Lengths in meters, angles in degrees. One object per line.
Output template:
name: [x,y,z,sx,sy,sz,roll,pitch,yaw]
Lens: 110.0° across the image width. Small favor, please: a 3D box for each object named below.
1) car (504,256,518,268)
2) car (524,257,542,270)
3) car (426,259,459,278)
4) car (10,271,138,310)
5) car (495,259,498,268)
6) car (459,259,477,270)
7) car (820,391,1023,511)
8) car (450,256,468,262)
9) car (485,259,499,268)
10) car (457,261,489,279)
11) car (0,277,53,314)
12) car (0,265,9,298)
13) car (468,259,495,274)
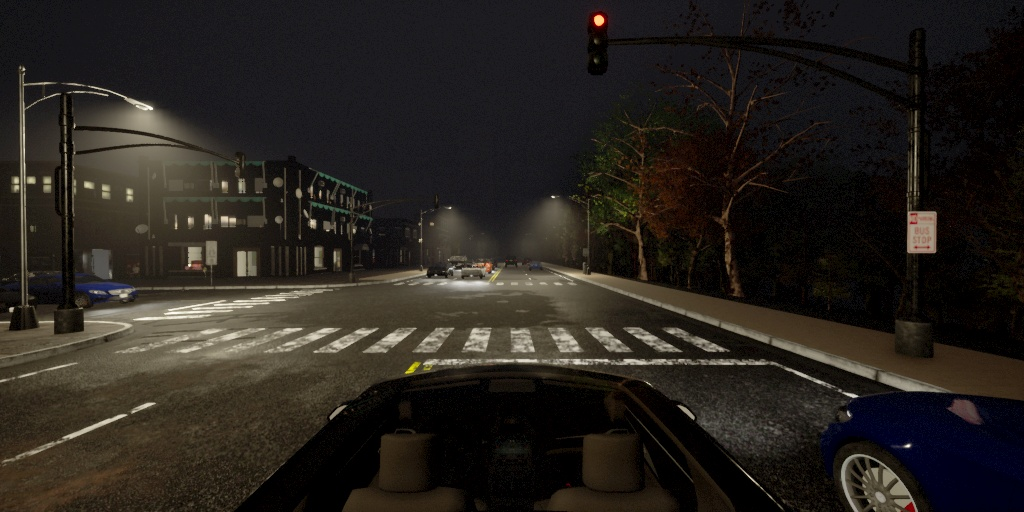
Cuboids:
car: [-0.127,0.948,62.936,2.150,2.045,5.566,0,0,0]
car: [3.251,1.280,50.913,2.033,1.411,5.357,0,0,0]
car: [-6.656,1.287,34.008,2.033,1.411,5.357,0,0,0]
car: [-19.142,1.488,15.562,4.674,1.442,1.812,-1,1,1]
car: [-3.432,1.224,51.293,2.128,1.511,4.902,0,0,0]
car: [-6.691,1.221,54.647,2.128,1.511,4.902,0,0,0]
car: [3.358,1.276,0.895,1.812,1.442,4.674,0,0,1]
car: [-6.671,0.957,44.377,2.150,2.045,5.566,0,0,0]
car: [-3.425,1.219,61.712,2.128,1.511,4.902,0,0,0]
car: [-3.405,1.341,32.289,1.895,1.301,4.718,0,0,0]
car: [-19.969,1.565,12.862,4.313,1.339,1.948,0,0,0]
car: [-30.074,1.407,18.750,4.553,1.767,2.097,-1,1,0]
car: [-3.419,1.088,41.261,2.097,1.767,4.553,0,0,0]
